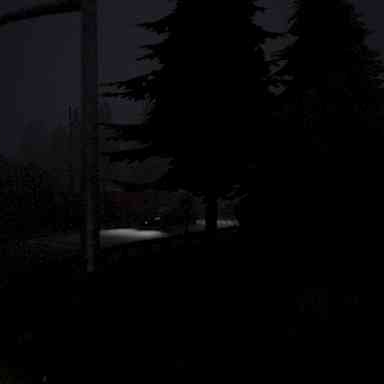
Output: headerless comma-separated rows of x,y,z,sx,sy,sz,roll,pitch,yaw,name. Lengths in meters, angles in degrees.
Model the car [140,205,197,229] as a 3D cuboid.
-1.450,1.615,22.426,1.812,1.442,4.674,-1,0,36,car
